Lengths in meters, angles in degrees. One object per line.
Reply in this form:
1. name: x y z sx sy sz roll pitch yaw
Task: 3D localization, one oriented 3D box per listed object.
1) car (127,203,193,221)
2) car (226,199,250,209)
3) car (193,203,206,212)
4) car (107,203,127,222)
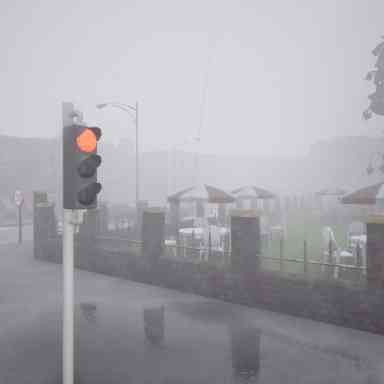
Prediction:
1. car: -2.241 1.601 24.674 1.895 1.301 4.718 0 0 35
2. car: 5.570 1.478 42.730 1.882 1.535 5.008 0 0 42
3. car: -0.446 1.505 34.450 1.837 1.490 4.892 0 0 35
4. car: -6.316 1.564 26.187 1.994 1.385 4.181 0 0 35
